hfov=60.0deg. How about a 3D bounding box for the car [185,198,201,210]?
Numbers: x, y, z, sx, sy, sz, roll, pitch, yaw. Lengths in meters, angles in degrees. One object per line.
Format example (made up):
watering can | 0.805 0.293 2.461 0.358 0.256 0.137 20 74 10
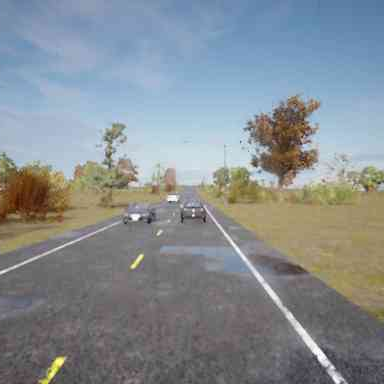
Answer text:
car | 0.100 1.444 42.273 1.994 1.385 4.181 0 0 0

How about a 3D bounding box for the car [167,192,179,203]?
car | -3.523 1.036 62.535 2.150 2.045 5.566 0 0 1

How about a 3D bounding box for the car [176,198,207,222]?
car | 0.101 1.422 25.467 2.128 1.511 4.902 0 0 0

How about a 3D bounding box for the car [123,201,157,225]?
car | -3.599 1.427 23.538 2.128 1.511 4.902 0 0 0
